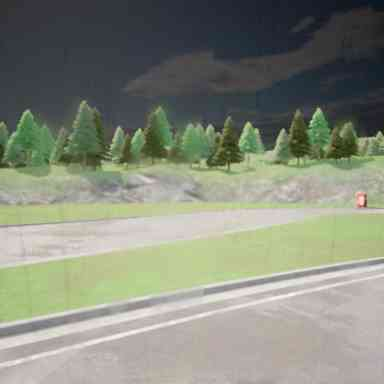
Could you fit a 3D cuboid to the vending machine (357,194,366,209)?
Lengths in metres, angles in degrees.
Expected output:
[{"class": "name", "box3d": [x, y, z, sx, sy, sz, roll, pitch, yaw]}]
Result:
[{"class": "vending machine", "box3d": [24.431, 1.315, 47.842, 0.880, 2.100, 1.100, 0, 0, 10]}]
